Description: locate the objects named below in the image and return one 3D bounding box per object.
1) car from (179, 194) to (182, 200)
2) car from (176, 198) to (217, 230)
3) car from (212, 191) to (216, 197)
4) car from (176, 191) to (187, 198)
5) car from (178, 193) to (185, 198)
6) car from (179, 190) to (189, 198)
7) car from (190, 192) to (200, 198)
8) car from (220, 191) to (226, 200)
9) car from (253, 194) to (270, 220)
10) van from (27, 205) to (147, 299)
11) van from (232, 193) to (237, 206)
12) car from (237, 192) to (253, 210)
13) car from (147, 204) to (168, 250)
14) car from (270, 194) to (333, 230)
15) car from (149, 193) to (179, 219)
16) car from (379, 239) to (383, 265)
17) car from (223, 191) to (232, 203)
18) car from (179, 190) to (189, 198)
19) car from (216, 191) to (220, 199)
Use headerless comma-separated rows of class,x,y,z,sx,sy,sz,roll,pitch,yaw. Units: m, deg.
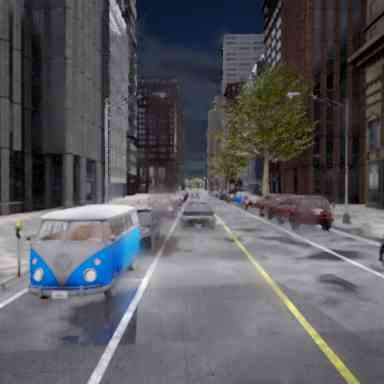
car,-2.181,1.183,30.412,1.887,1.381,4.507,0,1,0
car,0.345,1.315,19.331,2.033,1.411,5.357,0,1,0
car,6.567,0.735,81.114,1.947,1.339,4.313,0,0,0
car,-2.083,0.922,52.796,1.752,1.417,4.829,0,1,0
car,-2.131,1.096,41.690,1.802,1.307,4.206,0,1,0
car,-1.958,0.457,81.156,2.192,1.841,5.009,0,1,0
car,0.702,0.658,79.339,2.128,1.511,4.902,0,0,0
car,6.467,0.936,58.557,1.947,1.339,4.313,0,1,0
car,6.320,1.042,24.720,2.192,1.841,5.009,0,1,0
van,-2.278,1.235,7.855,1.690,1.788,3.998,0,1,0
van,6.395,0.882,41.638,1.690,1.788,3.998,0,1,0
car,6.370,1.043,36.000,1.967,1.590,4.097,0,1,0
car,-2.255,1.392,13.497,1.947,1.339,4.313,0,1,0
car,6.295,1.104,19.081,2.192,1.841,5.009,0,1,0
car,-2.206,1.140,24.773,1.967,1.590,4.097,0,1,0
car,6.246,1.361,7.804,1.967,1.590,4.097,0,1,0
car,6.443,1.004,52.919,1.802,1.307,4.206,0,1,0
car,-2.057,0.658,58.601,2.192,1.841,5.009,0,1,0
car,6.493,0.634,64.194,2.192,1.841,5.009,0,1,0
